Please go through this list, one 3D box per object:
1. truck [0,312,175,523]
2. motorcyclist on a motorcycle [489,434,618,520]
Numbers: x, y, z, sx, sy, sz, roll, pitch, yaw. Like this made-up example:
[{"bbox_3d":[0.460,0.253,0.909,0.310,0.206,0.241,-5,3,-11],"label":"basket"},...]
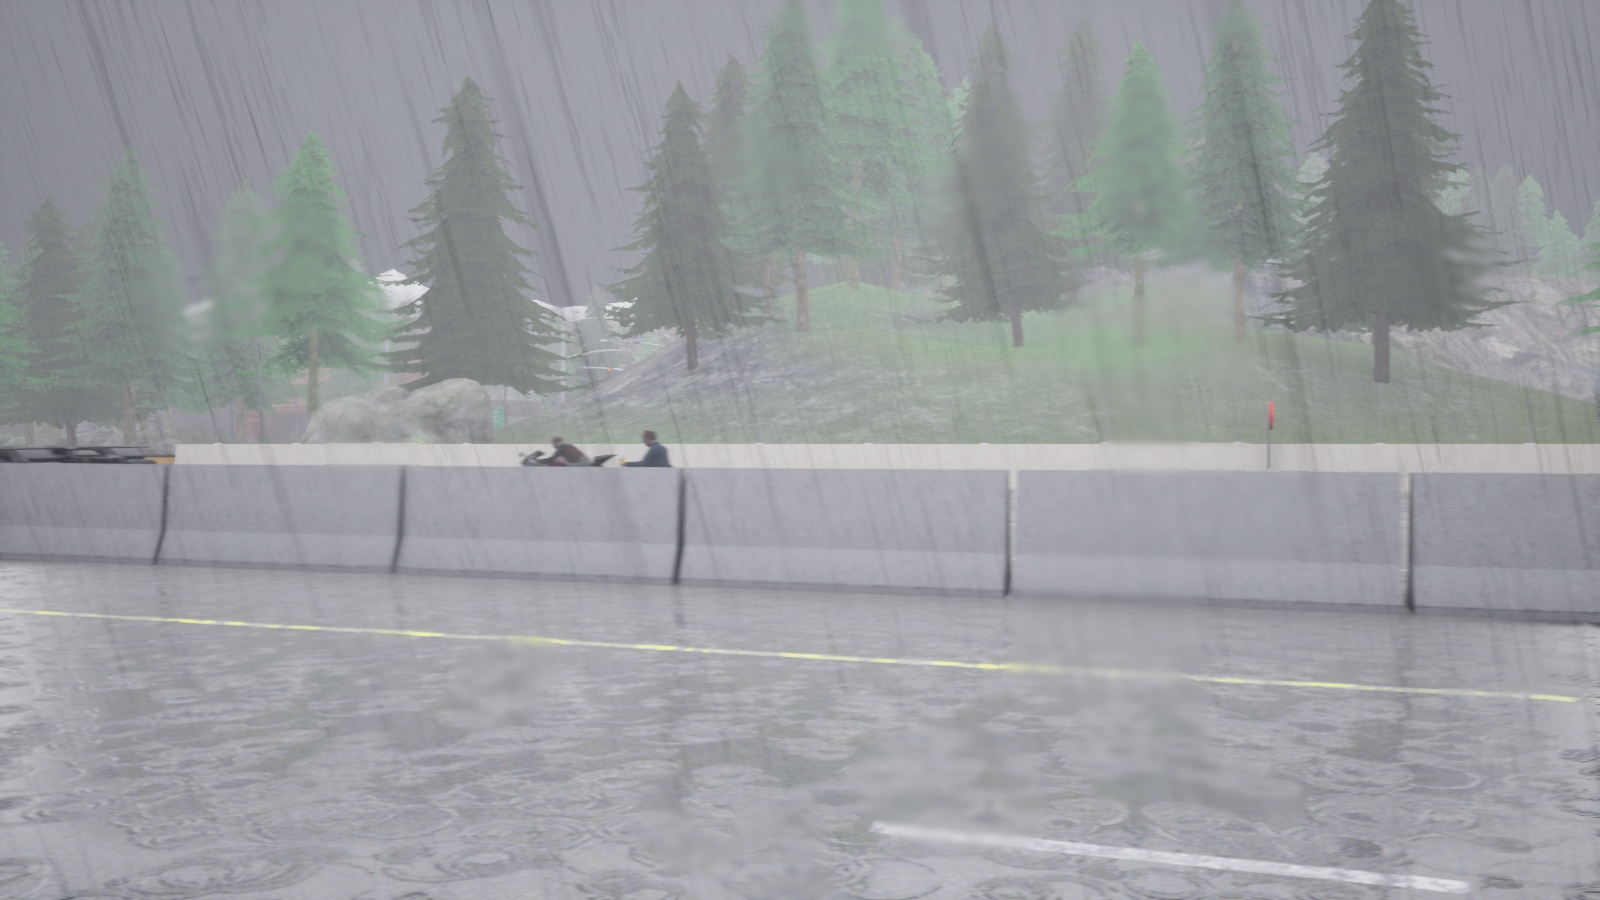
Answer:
[{"bbox_3d":[-15.873,-0.588,23.289,7.936,3.462,2.891,1,1,19],"label":"truck"},{"bbox_3d":[-4.542,0.473,23.184,2.191,1.530,0.866,1,1,19],"label":"motorcyclist on a motorcycle"}]
